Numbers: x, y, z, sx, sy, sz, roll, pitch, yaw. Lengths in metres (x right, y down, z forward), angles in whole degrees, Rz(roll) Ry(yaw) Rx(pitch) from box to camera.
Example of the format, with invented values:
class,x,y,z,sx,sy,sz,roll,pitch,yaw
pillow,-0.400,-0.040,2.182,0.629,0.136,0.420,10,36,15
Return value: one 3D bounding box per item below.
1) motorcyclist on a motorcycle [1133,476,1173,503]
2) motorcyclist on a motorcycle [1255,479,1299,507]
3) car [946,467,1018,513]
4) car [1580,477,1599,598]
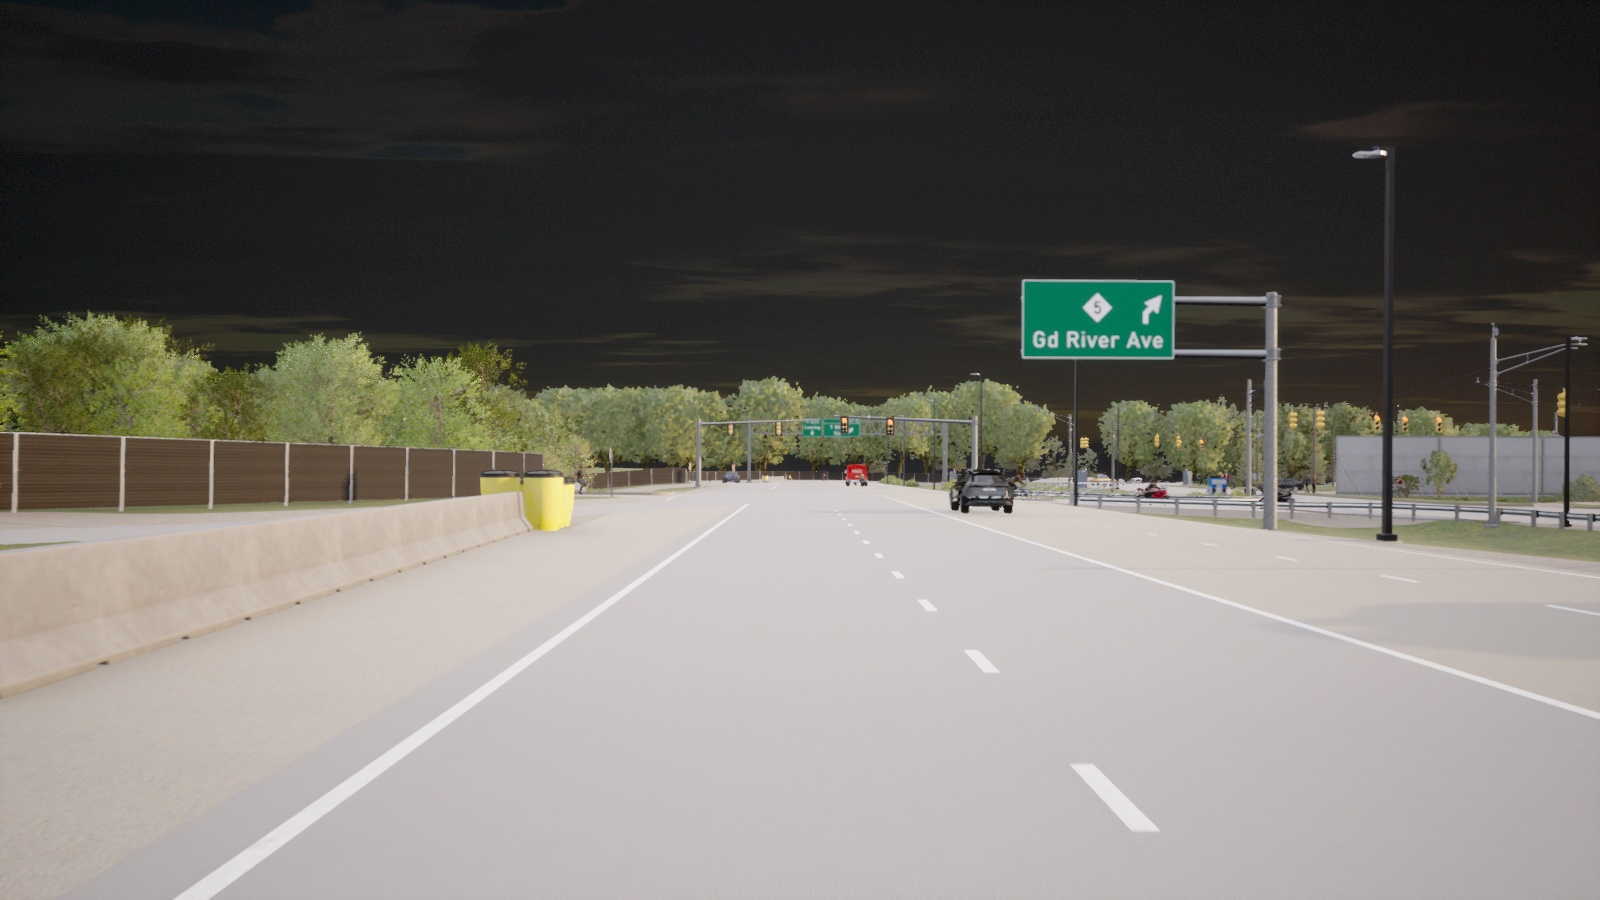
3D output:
class,x,y,z,sx,sy,sz,roll,pitch,yaw
motorcyclist on a motorcycle,20.315,2.262,72.355,2.044,1.523,0.797,1,-1,0
motorcyclist on a motorcycle,27.528,2.459,72.462,2.191,1.530,0.866,-1,-1,-2
car,6.884,1.484,48.006,2.033,1.649,4.856,0,-1,0
car,10.468,1.007,13.036,1.812,1.442,4.674,0,-1,0
